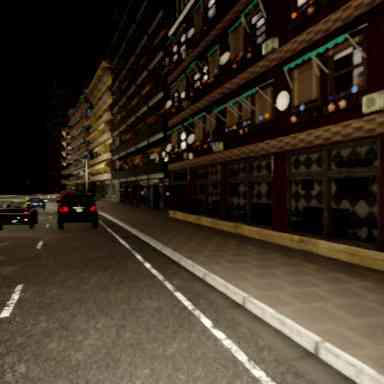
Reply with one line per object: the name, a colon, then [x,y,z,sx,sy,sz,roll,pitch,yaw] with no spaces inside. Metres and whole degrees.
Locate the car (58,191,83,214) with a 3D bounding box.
car: [-12.236,0.962,33.211,2.150,2.045,5.566,0,1,-22]

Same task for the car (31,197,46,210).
car: [-17.435,1.268,37.284,2.033,1.411,5.357,0,1,-23]

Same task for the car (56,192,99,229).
car: [-7.043,1.059,20.427,2.150,2.045,5.566,0,1,-21]

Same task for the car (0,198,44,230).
car: [-10.350,1.344,20.000,2.128,1.511,4.902,0,1,-21]
